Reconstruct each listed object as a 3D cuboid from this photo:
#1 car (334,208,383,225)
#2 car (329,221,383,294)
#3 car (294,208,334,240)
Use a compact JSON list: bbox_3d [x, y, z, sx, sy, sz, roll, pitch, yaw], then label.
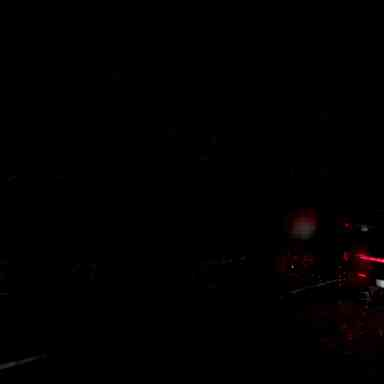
[{"bbox_3d":[8.338,1.473,13.957,4.553,1.767,2.097,0,0,-35],"label":"car"},{"bbox_3d":[5.649,1.564,7.755,4.902,1.511,2.128,1,0,-35],"label":"car"},{"bbox_3d":[7.481,1.635,17.643,4.892,1.490,1.837,1,-1,-35],"label":"car"}]
